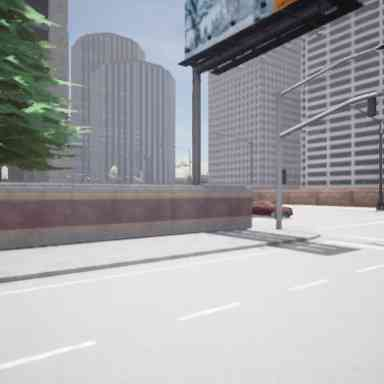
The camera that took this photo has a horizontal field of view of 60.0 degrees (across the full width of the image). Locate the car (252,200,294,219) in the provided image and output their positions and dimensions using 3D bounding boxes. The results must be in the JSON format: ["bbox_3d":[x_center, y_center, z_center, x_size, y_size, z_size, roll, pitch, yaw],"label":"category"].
[{"bbox_3d":[6.696,1.468,29.625,1.882,1.535,5.008,0,0,-35],"label":"car"}]
